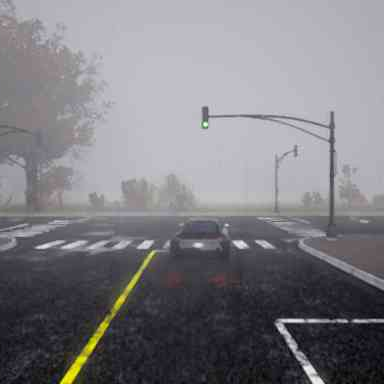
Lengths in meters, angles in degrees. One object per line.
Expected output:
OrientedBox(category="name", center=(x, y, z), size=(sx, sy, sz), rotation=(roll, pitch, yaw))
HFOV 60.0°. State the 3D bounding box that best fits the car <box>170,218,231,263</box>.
OrientedBox(category="car", center=(0.419, 1.637, 12.297), size=(1.994, 1.385, 4.181), rotation=(0, -1, 6))
